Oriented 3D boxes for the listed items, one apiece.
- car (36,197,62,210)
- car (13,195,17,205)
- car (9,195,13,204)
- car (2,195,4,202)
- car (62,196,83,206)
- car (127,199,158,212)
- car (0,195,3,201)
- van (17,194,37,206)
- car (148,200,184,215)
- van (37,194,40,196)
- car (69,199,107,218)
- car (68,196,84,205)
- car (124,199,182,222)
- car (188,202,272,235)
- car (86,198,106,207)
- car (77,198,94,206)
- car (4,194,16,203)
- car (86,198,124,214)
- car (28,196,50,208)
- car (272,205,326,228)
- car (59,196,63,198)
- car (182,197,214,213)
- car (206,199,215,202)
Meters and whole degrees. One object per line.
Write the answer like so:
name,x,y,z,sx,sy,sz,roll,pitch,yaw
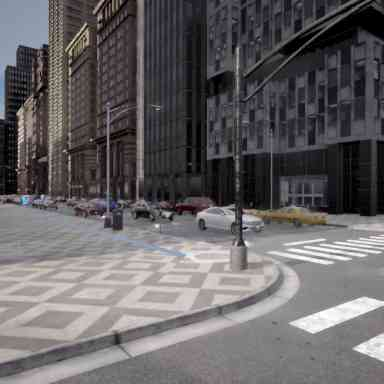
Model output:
car,-19.540,1.696,45.223,1.802,1.307,4.206,0,0,-35
car,-32.382,1.705,63.378,1.752,1.417,4.829,0,0,-35
car,-35.715,1.780,68.090,1.802,1.307,4.206,0,0,-35
car,-42.186,1.814,77.237,1.802,1.307,4.206,0,0,-35
car,-19.193,1.705,54.714,2.033,1.411,5.357,0,0,-35
car,-6.218,1.640,41.152,1.752,1.417,4.829,0,0,-35
car,-45.421,1.690,81.811,1.967,1.590,4.097,0,0,-35
van,-29.246,1.505,58.944,1.690,1.788,3.998,0,0,-35
car,-2.885,1.643,36.440,1.887,1.381,4.507,0,0,-35
van,-38.470,1.622,86.746,1.690,1.788,3.998,0,0,-35
car,-9.835,1.612,31.502,1.887,1.381,4.507,0,0,-35
car,-22.294,1.635,63.879,1.967,1.590,4.097,0,0,-35
car,-3.232,1.548,26.786,2.128,1.511,4.902,0,0,-35
car,2.054,1.557,19.273,1.812,1.442,4.674,0,0,-37
car,-15.825,1.727,54.733,1.947,1.339,4.313,0,0,-35
car,-19.060,1.760,59.306,1.802,1.307,4.206,0,0,-35
car,-38.951,1.530,72.665,2.192,1.841,5.009,0,0,-35
car,-9.422,1.563,35.553,1.882,1.535,5.008,0,-1,-35
car,-22.775,1.713,49.796,1.802,1.307,4.206,0,0,-35
car,6.722,1.578,22.859,1.752,1.417,4.829,0,0,-35
car,-28.764,1.669,73.025,1.967,1.590,4.097,0,0,-35
car,0.350,1.398,31.867,2.192,1.841,5.009,0,0,-35
car,3.487,1.594,27.432,1.752,1.417,4.829,0,0,-35
